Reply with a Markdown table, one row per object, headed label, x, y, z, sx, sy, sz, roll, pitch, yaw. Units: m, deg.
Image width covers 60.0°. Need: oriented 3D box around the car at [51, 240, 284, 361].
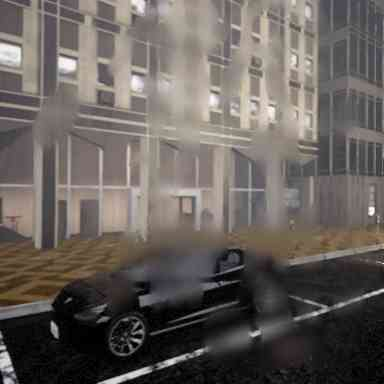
| label | x | y | z | sx | sy | sz | roll | pitch | yaw |
| --- | --- | --- | --- | --- | --- | --- | --- | --- | --- |
| car | -0.170 | 1.600 | 5.983 | 4.313 | 1.339 | 1.947 | 1 | 0 | -36 |
